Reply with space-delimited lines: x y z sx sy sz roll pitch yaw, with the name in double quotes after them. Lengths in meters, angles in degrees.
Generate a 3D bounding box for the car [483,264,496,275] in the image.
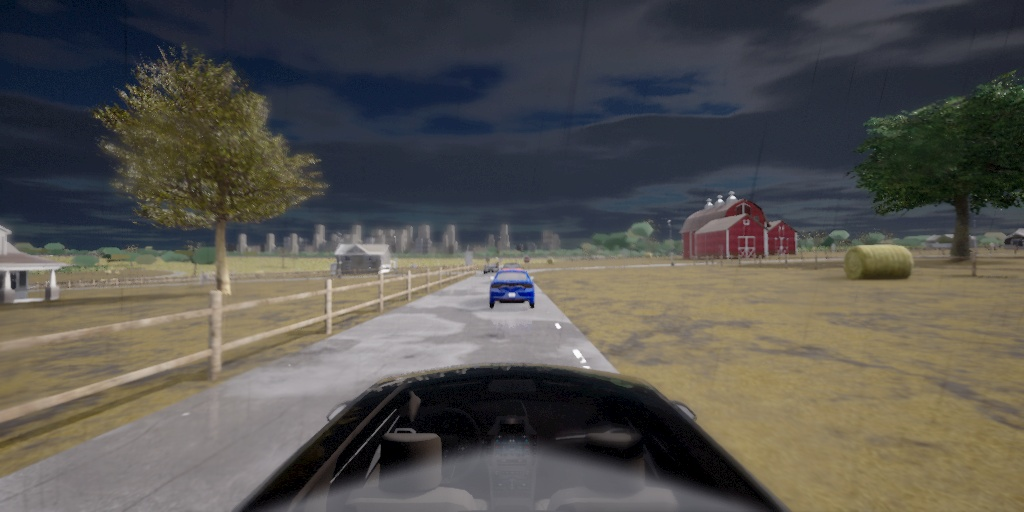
-2.750 1.773 48.292 1.994 1.385 4.181 0 -1 0 "car"

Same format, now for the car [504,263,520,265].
0.004 1.378 30.917 2.097 1.767 4.553 0 -1 0 "car"

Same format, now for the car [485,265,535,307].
0.007 1.366 16.323 1.882 1.535 5.008 0 0 0 "car"
